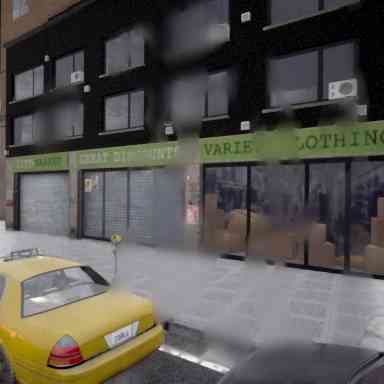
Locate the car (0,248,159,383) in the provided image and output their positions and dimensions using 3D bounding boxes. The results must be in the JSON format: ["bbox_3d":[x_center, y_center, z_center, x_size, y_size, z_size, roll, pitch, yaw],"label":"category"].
[{"bbox_3d":[-2.640,1.524,4.976,4.829,1.417,1.752,0,1,36],"label":"car"}]

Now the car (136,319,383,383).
[{"bbox_3d":[2.042,1.551,1.628,4.403,1.369,2.008,0,1,36],"label":"car"}]
